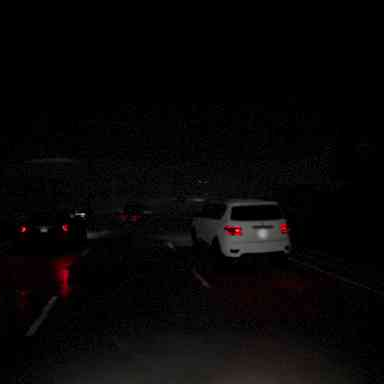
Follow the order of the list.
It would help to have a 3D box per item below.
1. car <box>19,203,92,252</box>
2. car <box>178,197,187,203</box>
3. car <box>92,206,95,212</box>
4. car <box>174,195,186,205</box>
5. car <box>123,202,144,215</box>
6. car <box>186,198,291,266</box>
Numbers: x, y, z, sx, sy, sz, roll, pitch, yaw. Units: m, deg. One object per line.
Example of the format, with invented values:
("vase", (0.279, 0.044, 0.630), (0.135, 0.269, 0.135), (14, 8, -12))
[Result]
("car", (-6.208, 1.570, 15.364), (2.097, 1.767, 4.553), (-1, 0, -9))
("car", (-2.409, 2.100, 89.638), (2.128, 1.511, 4.902), (-1, 0, 1))
("car", (-15.006, 2.176, 45.710), (1.895, 1.301, 4.718), (-1, 0, 2))
("car", (-2.788, 1.717, 74.147), (2.150, 2.045, 5.566), (-1, 0, 1))
("car", (-6.967, 1.904, 40.077), (1.812, 1.442, 4.674), (-1, 0, 1))
("car", (1.466, 1.262, 12.013), (2.150, 2.045, 5.566), (-1, 0, -11))
